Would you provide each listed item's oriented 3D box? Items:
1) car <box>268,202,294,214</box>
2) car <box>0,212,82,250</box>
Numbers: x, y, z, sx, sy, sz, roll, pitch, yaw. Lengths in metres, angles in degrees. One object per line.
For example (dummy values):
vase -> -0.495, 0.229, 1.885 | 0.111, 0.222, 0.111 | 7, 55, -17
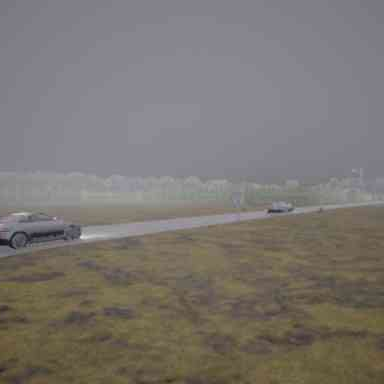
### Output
car -> 10.623, 1.830, 39.488 | 1.994, 1.385, 4.181 | -1, -1, 35
car -> -6.917, 1.583, 14.645 | 1.994, 1.385, 4.181 | -1, -1, 27
